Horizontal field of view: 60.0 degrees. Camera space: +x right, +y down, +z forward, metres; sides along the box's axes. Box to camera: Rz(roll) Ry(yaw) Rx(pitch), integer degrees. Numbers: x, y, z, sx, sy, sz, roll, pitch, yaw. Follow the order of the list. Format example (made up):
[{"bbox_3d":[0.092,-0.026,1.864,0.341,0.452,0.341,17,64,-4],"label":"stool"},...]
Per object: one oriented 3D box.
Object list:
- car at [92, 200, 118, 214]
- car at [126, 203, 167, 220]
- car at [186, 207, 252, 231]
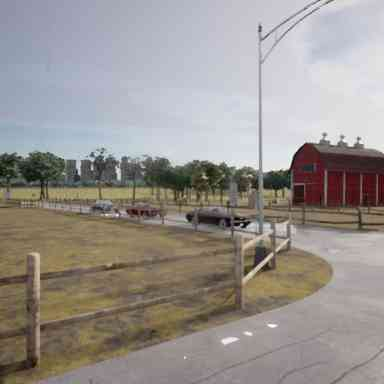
[{"bbox_3d":[-10.020,1.646,38.054,1.812,1.442,4.674,-1,0,-35],"label":"car"},{"bbox_3d":[-4.110,1.658,29.642,1.895,1.301,4.718,-1,0,-35],"label":"car"},{"bbox_3d":[1.644,1.631,21.498,1.895,1.301,4.718,-1,1,-36],"label":"car"}]
